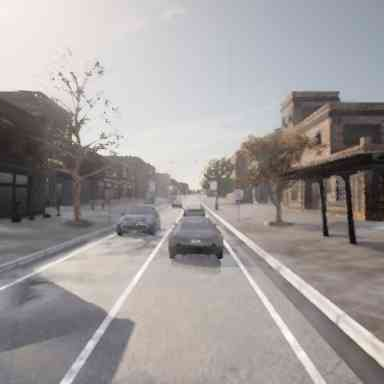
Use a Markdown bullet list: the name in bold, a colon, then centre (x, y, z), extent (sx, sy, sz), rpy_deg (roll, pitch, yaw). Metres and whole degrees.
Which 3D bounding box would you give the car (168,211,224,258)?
- **car**: centre (0.146, 1.664, 13.202), extent (1.994, 1.385, 4.181), rpy_deg (0, -1, 0)

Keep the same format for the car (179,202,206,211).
- **car**: centre (0.208, 1.831, 28.995), extent (2.128, 1.511, 4.902), rpy_deg (0, -1, 0)

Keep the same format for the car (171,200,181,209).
- **car**: centre (-2.789, 2.291, 62.627), extent (1.882, 1.535, 5.008), rpy_deg (0, -1, 1)

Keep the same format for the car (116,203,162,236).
- **car**: centre (-3.027, 1.551, 19.721), extent (2.097, 1.767, 4.553), rpy_deg (0, -1, 0)
